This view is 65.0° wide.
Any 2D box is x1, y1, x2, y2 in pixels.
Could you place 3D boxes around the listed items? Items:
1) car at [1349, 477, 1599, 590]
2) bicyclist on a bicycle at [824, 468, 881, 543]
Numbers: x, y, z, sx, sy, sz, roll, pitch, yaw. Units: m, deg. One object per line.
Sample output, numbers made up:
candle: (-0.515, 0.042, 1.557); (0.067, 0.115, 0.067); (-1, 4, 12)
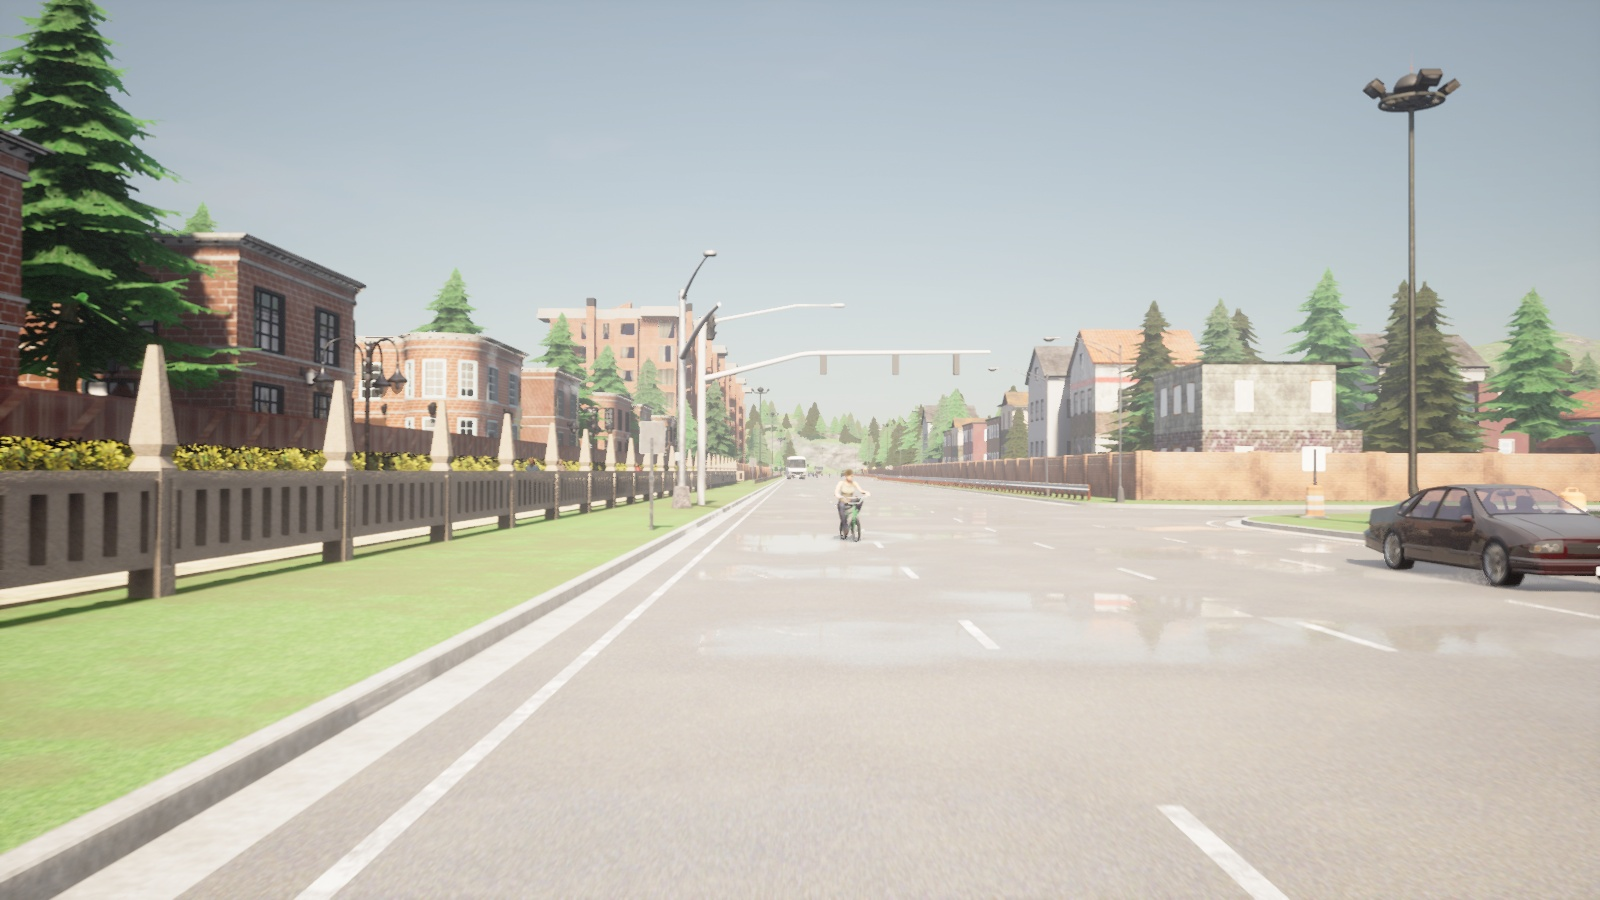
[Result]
car: (10.454, 1.136, 18.889); (2.033, 1.411, 5.357); (0, -1, 0)
bicyclist on a bicycle: (1.143, 1.212, 27.819); (0.866, 1.612, 1.509); (0, -1, -14)
